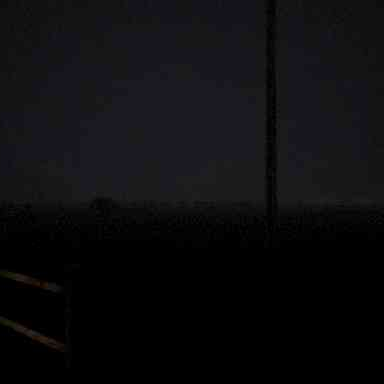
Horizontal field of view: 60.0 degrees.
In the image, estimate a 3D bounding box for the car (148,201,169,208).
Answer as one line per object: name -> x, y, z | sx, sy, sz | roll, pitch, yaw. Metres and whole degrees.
car -> -6.481, 2.356, 64.482 | 1.895, 1.301, 4.718 | -1, -1, 35
